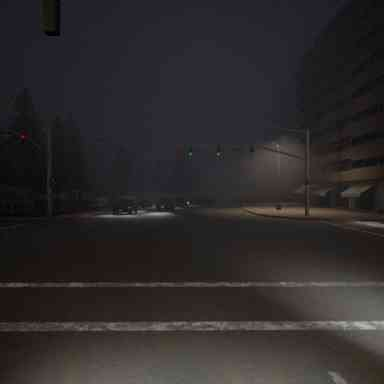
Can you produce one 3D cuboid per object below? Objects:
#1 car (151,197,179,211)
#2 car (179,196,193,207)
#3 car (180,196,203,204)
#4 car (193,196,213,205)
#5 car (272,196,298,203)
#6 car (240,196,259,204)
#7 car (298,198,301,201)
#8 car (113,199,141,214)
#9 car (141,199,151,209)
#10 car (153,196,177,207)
[{"bbox_3d":[-3.213,1.491,40.569,2.128,1.511,4.902,0,0,4],"label":"car"},{"bbox_3d":[-1.897,1.547,50.298,2.033,1.411,5.357,0,0,15],"label":"car"},{"bbox_3d":[-0.017,1.491,63.068,2.128,1.511,4.902,0,0,32],"label":"car"},{"bbox_3d":[1.996,1.601,59.525,1.895,1.301,4.718,0,0,31],"label":"car"},{"bbox_3d":[18.512,1.478,67.484,5.008,1.535,1.882,0,0,-33],"label":"car"},{"bbox_3d":[11.434,1.492,65.952,2.128,1.511,4.902,0,0,45],"label":"car"},{"bbox_3d":[21.719,1.525,73.385,4.902,1.511,2.128,0,0,-22],"label":"car"},{"bbox_3d":[-6.950,1.526,34.986,1.812,1.442,4.674,0,0,2],"label":"car"},{"bbox_3d":[-6.404,1.601,44.064,1.895,1.301,4.718,0,0,6],"label":"car"},{"bbox_3d":[-4.275,1.491,53.907,2.128,1.511,4.902,0,0,20],"label":"car"}]
